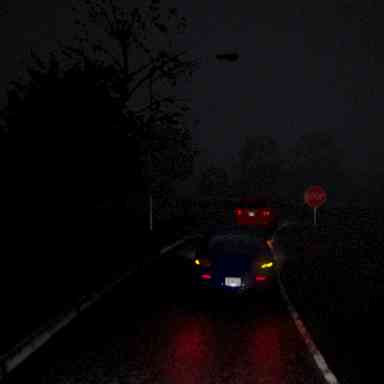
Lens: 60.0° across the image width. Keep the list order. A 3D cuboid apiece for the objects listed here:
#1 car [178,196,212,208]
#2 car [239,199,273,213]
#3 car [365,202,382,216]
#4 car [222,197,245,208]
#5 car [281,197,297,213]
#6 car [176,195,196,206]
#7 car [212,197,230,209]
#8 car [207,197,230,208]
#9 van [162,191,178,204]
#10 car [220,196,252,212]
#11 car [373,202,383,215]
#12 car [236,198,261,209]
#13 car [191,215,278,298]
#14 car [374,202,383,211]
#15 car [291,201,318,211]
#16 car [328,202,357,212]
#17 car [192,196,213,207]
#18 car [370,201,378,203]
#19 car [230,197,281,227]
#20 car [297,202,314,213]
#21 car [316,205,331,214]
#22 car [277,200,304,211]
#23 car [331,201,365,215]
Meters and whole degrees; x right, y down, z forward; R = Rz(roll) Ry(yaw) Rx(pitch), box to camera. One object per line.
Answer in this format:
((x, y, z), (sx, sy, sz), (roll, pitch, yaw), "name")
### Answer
((0.240, 1.217, 40.886), (2.163, 1.488, 4.792), (4, -1, -17), "car")
((8.215, 1.731, 43.303), (2.097, 1.535, 5.008), (3, -1, -17), "car")
((24.227, 2.611, 48.080), (2.163, 1.488, 4.792), (2, 0, -17), "car")
((7.017, 1.830, 56.798), (1.946, 1.575, 5.366), (3, -1, -17), "car")
((10.891, 1.648, 44.140), (2.435, 2.045, 5.566), (3, -1, -17), "car")
((-1.048, 1.337, 54.189), (2.002, 1.452, 4.674), (4, -1, -17), "car")
((2.884, 1.401, 41.740), (2.163, 1.488, 4.792), (4, -1, -17), "car")
((4.390, 1.695, 55.847), (2.163, 1.488, 4.792), (4, -1, -17), "car")
((-3.549, 0.898, 53.302), (1.878, 1.987, 4.442), (4, 0, -17), "van")
((5.556, 1.429, 42.543), (2.185, 1.767, 4.553), (4, -1, -17), "car")
((26.878, 2.720, 48.936), (2.163, 1.488, 4.792), (2, 0, -17), "car")
((9.690, 1.988, 57.600), (1.946, 1.575, 5.366), (3, -1, -17), "car")
((1.104, 1.554, 8.578), (1.812, 1.442, 4.674), (0, -1, 8), "car")
((38.980, 2.974, 66.220), (2.185, 1.767, 4.553), (1, 0, -17), "car")
((20.418, 2.519, 60.617), (2.231, 1.521, 4.892), (3, 0, -17), "car")
((28.353, 2.813, 62.809), (1.946, 1.575, 5.366), (2, 0, -17), "car")
((1.614, 1.521, 54.987), (2.002, 1.452, 4.674), (4, -1, -17), "car")
((29.552, 2.666, 49.739), (2.185, 1.767, 4.553), (2, 0, -17), "car")
((4.211, 1.390, 21.246), (2.150, 2.045, 5.566), (0, -1, 19), "car")
((13.554, 2.058, 44.904), (2.231, 1.521, 4.892), (3, -1, -17), "car")
((16.218, 2.233, 45.679), (2.163, 1.488, 4.792), (3, -1, -17), "car")
((17.626, 2.395, 59.781), (2.097, 1.535, 5.008), (3, 0, -17), "car")
((21.566, 2.339, 47.279), (2.185, 1.767, 4.553), (3, 0, -17), "car")
